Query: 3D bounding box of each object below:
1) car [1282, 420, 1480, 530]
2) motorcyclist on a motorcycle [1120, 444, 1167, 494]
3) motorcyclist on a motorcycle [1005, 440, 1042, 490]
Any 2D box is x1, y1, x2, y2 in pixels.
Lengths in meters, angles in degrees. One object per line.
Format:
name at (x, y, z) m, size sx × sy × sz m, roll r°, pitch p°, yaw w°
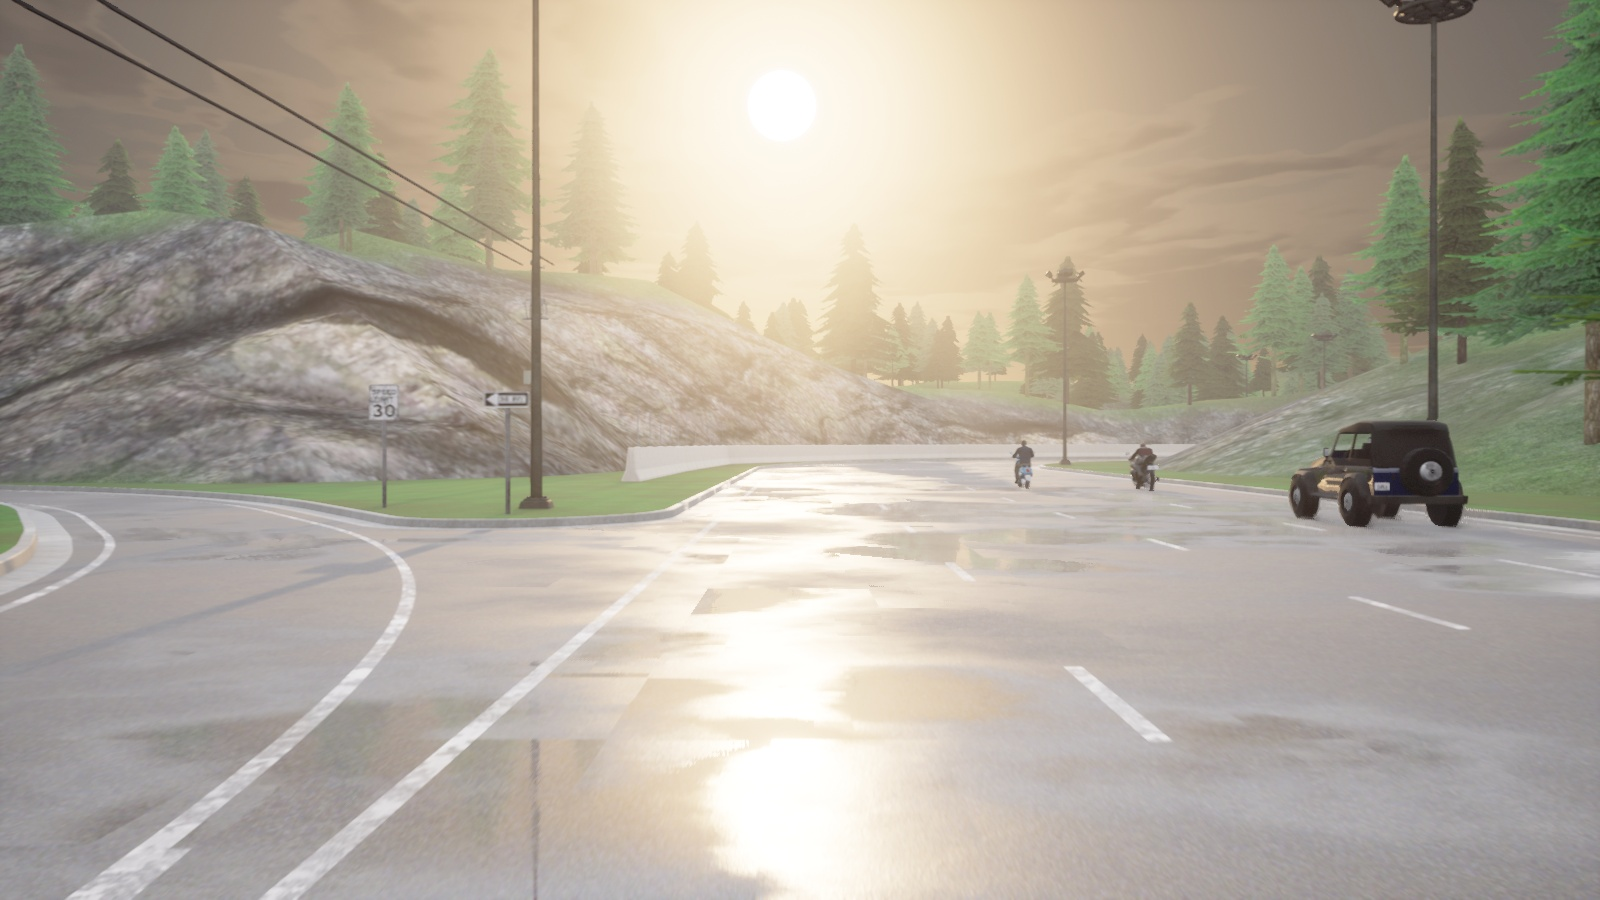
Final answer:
car at (10.648, 0.419, 23.339) m, size 1.905 × 1.878 × 3.866 m, roll 0°, pitch 0°, yaw 0°
motorcyclist on a motorcycle at (10.739, 0.568, 39.336) m, size 0.866 × 1.530 × 2.191 m, roll 0°, pitch 0°, yaw 0°
motorcyclist on a motorcycle at (7.248, 0.476, 40.803) m, size 0.866 × 1.590 × 1.817 m, roll 0°, pitch 0°, yaw 0°
